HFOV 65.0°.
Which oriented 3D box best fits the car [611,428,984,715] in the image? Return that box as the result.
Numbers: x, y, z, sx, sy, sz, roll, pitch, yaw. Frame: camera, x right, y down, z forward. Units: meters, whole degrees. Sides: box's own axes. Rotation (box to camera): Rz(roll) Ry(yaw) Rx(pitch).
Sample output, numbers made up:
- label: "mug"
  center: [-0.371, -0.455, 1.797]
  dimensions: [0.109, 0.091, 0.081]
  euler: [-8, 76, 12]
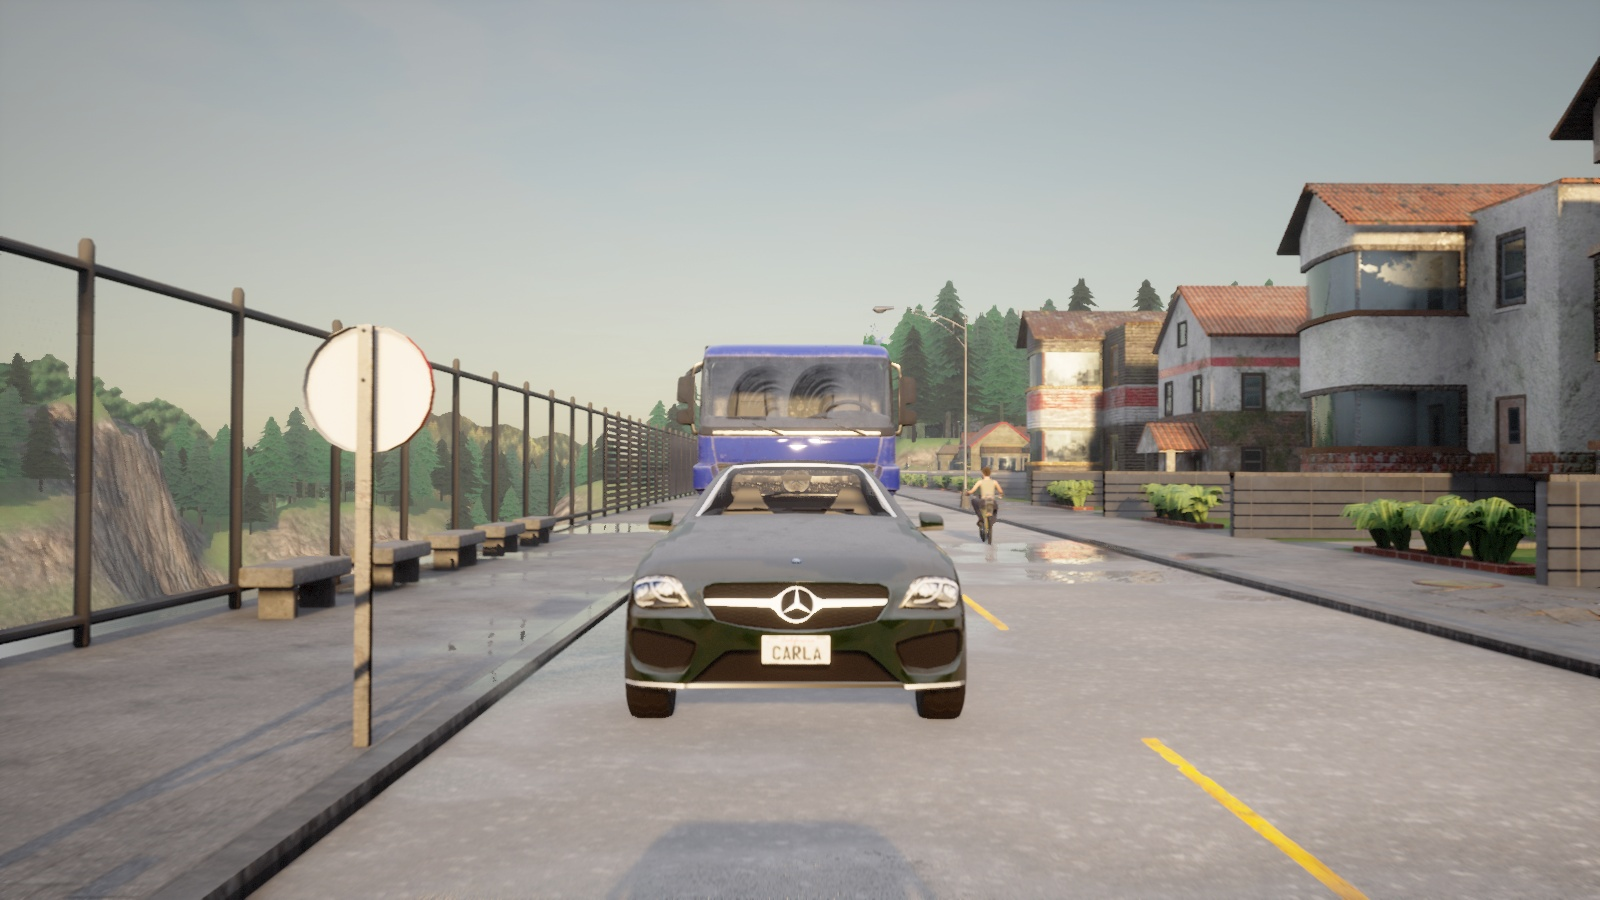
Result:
- label: "car"
  center: [-0.025, 0.739, 9.769]
  dimensions: [2.152, 1.651, 5.027]
  euler: [0, -1, 0]

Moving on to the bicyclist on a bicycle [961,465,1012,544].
- label: "bicyclist on a bicycle"
  center: [3.930, 1.137, 26.568]
  dimensions: [0.866, 1.612, 1.509]
  euler: [0, -1, 0]

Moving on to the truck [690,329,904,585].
- label: "truck"
  center: [-0.055, 0.150, 21.005]
  dimensions: [2.891, 3.462, 7.936]
  euler: [0, -1, 0]
